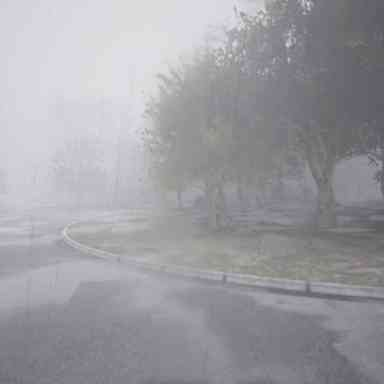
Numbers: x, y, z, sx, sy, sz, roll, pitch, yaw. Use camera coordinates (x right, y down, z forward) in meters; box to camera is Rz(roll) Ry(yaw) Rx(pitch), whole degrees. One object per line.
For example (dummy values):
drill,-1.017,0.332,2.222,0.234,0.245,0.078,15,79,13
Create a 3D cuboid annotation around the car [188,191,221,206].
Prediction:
car,1.811,0.723,40.771,4.553,1.767,2.097,-2,1,-20
